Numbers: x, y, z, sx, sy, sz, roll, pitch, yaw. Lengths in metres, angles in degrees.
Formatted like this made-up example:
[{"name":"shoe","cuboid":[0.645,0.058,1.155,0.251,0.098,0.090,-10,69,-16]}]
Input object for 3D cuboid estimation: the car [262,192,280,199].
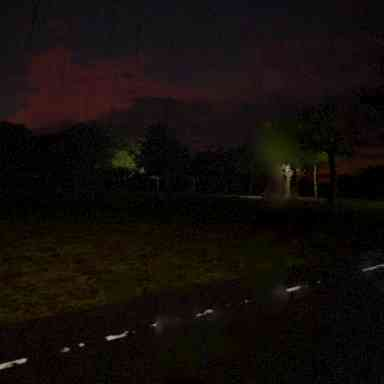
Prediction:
[{"name":"car","cuboid":[19.878,0.700,83.736,2.097,1.767,4.553,0,2,-34]}]
